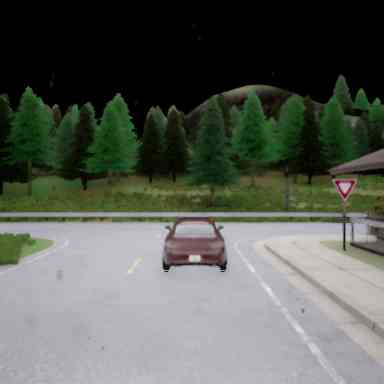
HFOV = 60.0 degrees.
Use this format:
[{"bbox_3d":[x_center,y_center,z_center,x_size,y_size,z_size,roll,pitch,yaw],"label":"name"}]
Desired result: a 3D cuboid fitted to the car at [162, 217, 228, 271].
[{"bbox_3d":[0.079,1.523,10.760,1.812,1.442,4.674,0,0,0],"label":"car"}]
